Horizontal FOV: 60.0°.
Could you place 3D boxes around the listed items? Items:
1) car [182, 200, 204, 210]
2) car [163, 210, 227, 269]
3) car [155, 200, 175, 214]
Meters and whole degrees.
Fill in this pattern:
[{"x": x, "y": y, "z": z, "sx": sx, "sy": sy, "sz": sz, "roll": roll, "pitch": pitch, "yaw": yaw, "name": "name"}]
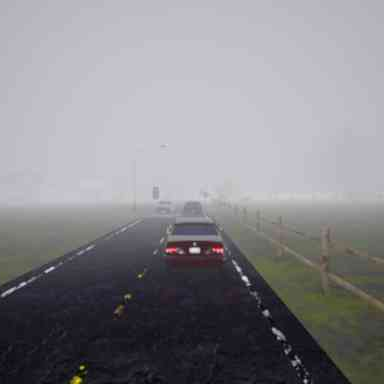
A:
[{"x": 0.085, "y": 1.509, "z": 31.308, "sx": 1.882, "sy": 1.535, "sz": 5.008, "roll": 0, "pitch": 0, "yaw": 0, "name": "car"}, {"x": 0.080, "y": 1.557, "z": 11.100, "sx": 2.033, "sy": 1.411, "sz": 5.357, "roll": 0, "pitch": 0, "yaw": 0, "name": "car"}, {"x": -2.845, "y": 1.584, "z": 35.622, "sx": 2.033, "sy": 1.411, "sz": 5.357, "roll": 0, "pitch": 0, "yaw": 0, "name": "car"}]
